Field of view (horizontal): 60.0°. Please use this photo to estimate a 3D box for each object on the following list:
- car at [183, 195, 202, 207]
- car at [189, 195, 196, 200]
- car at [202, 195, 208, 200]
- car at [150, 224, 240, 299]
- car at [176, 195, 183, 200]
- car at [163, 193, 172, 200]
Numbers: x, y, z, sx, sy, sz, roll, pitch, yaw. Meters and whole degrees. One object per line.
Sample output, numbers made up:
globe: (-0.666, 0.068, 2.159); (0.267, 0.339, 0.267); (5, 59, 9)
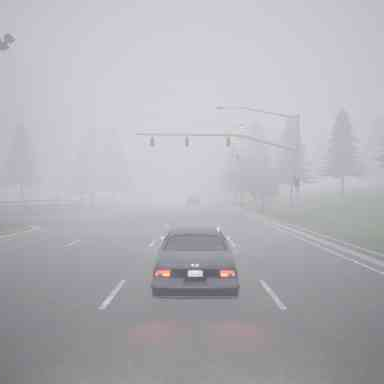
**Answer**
car: (0.078, 1.352, 52.672); (2.097, 1.767, 4.553); (0, 0, 0)
car: (0.144, 1.540, 94.148); (2.033, 1.411, 5.357); (0, 0, 0)
car: (3.644, 1.500, 94.143); (1.837, 1.490, 4.892); (0, 0, 0)
car: (0.079, 1.547, 8.633); (2.033, 1.411, 5.357); (0, 0, 1)
car: (-3.361, 1.524, 90.820); (1.812, 1.442, 4.674); (0, 0, 0)
car: (-6.856, 1.225, 94.189); (2.150, 2.045, 5.566); (0, 0, 0)
